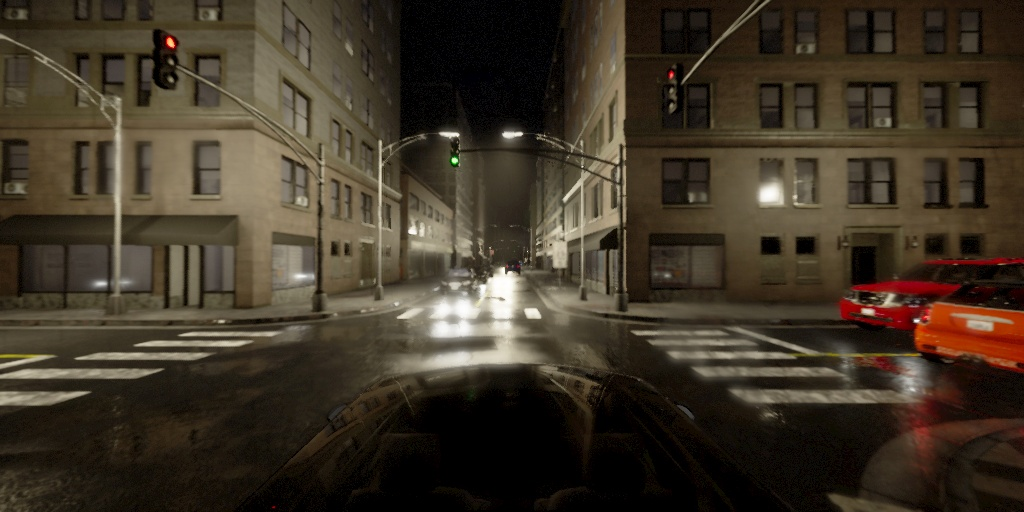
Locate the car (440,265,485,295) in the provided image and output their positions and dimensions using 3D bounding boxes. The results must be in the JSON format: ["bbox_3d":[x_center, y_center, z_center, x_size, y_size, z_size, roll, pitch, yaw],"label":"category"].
[{"bbox_3d":[-3.096,1.500,21.866,2.128,1.511,4.902,0,-1,0],"label":"car"}]

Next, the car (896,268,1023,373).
[{"bbox_3d":[9.822,1.164,6.009,4.553,1.767,2.097,0,-1,-3],"label":"car"}]

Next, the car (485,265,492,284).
[{"bbox_3d":[-3.080,1.645,32.112,1.837,1.490,4.892,0,-1,0],"label":"car"}]

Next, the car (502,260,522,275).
[{"bbox_3d":[0.090,1.612,51.526,2.150,2.045,5.566,0,-1,0],"label":"car"}]

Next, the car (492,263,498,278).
[{"bbox_3d":[-3.080,1.820,42.382,2.033,1.411,5.357,0,-1,0],"label":"car"}]

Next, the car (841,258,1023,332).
[{"bbox_3d":[11.859,1.071,9.178,5.566,2.045,2.150,0,-1,0],"label":"car"}]
